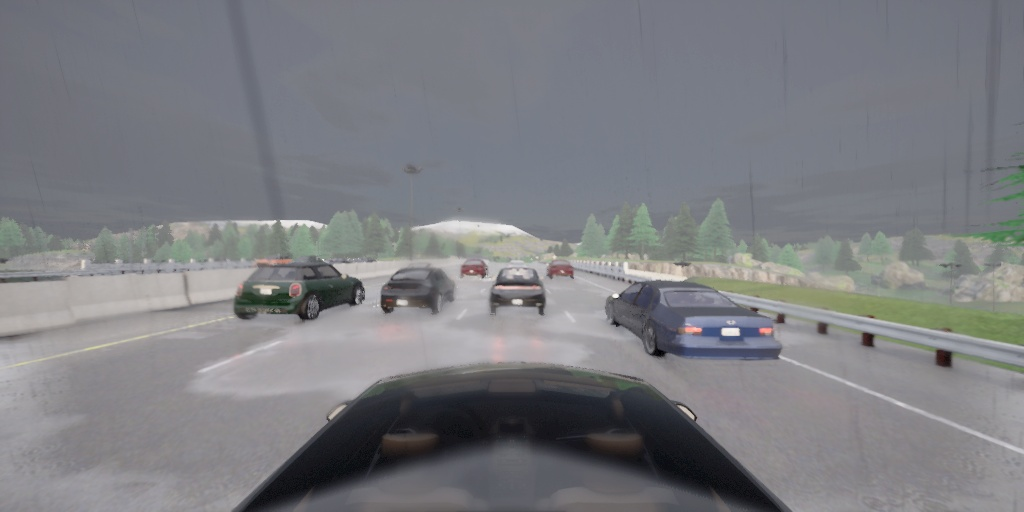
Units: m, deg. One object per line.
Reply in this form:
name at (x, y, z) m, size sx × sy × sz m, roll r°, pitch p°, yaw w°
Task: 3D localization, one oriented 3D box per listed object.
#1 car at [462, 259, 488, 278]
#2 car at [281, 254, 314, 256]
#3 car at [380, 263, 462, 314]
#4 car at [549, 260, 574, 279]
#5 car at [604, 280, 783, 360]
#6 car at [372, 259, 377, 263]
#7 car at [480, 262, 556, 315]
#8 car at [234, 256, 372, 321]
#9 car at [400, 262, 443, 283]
car at (-3.065, 1.018, 30.051) m, size 1.882 × 1.535 × 5.008 m, roll 0°, pitch 0°, yaw 1°
car at (-24.082, 0.703, 41.819) m, size 2.097 × 1.767 × 4.553 m, roll 0°, pitch 0°, yaw 1°
car at (-3.287, 1.158, 13.330) m, size 1.837 × 1.490 × 4.892 m, roll 0°, pitch 0°, yaw 1°
car at (3.935, 1.056, 29.972) m, size 1.882 × 1.535 × 5.008 m, roll 0°, pitch 0°, yaw 1°
car at (3.628, 1.272, 8.393) m, size 2.033 × 1.411 × 5.357 m, roll 0°, pitch 0°, yaw 1°
car at (-17.100, 0.884, 40.981) m, size 2.128 × 1.511 × 4.902 m, roll 0°, pitch 0°, yaw 1°
car at (0.212, 1.164, 13.247) m, size 2.128 × 1.511 × 4.902 m, roll 0°, pitch 0°, yaw 1°
car at (-6.808, 0.995, 12.103) m, size 2.097 × 1.767 × 4.553 m, roll 0°, pitch 0°, yaw 1°
car at (-6.617, 1.145, 26.698) m, size 1.895 × 1.301 × 4.718 m, roll 0°, pitch 0°, yaw 1°
